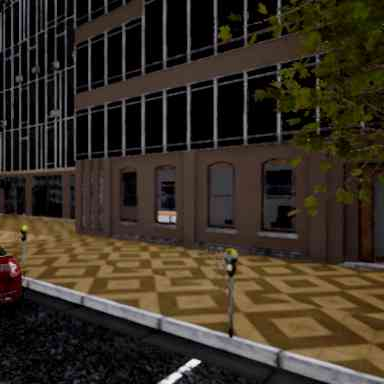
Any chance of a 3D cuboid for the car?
[{"bbox_3d":[-5.168,1.428,6.556,4.097,1.590,1.967,0,0,35],"label":"car"}]
